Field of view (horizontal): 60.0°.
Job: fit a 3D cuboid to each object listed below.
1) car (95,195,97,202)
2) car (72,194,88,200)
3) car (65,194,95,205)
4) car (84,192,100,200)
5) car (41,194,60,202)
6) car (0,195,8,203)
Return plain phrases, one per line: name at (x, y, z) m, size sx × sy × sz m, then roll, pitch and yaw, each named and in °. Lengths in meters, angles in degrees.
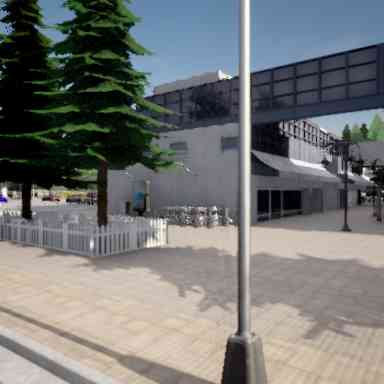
car at (-16.474, 1.023, 54.857) m, size 3.866 × 1.878 × 1.905 m, roll 0°, pitch 0°, yaw 36°
car at (-28.024, 1.275, 82.931) m, size 3.806 × 1.475 × 1.970 m, roll 0°, pitch 0°, yaw 36°
car at (-17.851, 1.043, 52.265) m, size 4.605 × 1.855 × 1.932 m, roll 0°, pitch 0°, yaw 36°
car at (-25.573, 0.992, 85.258) m, size 3.866 × 1.878 × 1.905 m, roll 0°, pitch 0°, yaw 36°
car at (-29.055, 1.221, 68.319) m, size 4.514 × 1.523 × 2.007 m, roll 0°, pitch 0°, yaw 36°
car at (-34.972, 1.243, 60.266) m, size 3.633 × 1.501 × 1.845 m, roll 0°, pitch 0°, yaw 36°
